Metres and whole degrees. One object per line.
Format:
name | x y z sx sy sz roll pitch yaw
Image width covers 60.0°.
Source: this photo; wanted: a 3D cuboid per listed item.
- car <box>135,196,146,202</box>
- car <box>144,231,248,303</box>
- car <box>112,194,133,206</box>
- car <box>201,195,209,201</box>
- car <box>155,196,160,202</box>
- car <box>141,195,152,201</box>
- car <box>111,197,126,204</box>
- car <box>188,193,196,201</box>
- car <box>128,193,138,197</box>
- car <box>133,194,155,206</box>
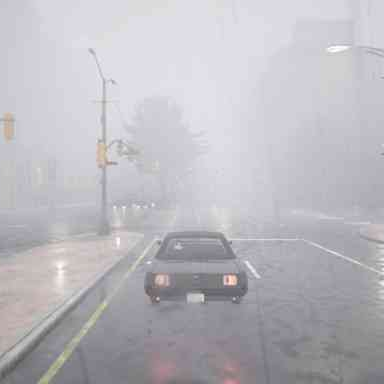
car | -11.500 1.552 74.403 1.994 1.385 4.181 0 0 0
car | 0.075 1.601 8.160 1.895 1.301 4.718 0 0 0
car | -11.588 1.525 55.107 1.812 1.442 4.674 0 0 0
car | 3.500 1.595 86.978 1.895 1.301 4.718 0 0 0
car | -8.029 1.564 65.742 1.994 1.385 4.181 0 0 1
car | -11.500 1.525 84.637 2.128 1.511 4.902 0 0 0
car | -14.749 1.595 66.814 1.895 1.301 4.718 0 0 0
car | 0.000 1.540 85.800 2.033 1.411 5.357 0 0 0
car | -11.537 1.221 64.520 2.150 2.045 5.566 0 0 1
car | -8.088 1.547 56.506 2.033 1.411 5.357 0 0 0
